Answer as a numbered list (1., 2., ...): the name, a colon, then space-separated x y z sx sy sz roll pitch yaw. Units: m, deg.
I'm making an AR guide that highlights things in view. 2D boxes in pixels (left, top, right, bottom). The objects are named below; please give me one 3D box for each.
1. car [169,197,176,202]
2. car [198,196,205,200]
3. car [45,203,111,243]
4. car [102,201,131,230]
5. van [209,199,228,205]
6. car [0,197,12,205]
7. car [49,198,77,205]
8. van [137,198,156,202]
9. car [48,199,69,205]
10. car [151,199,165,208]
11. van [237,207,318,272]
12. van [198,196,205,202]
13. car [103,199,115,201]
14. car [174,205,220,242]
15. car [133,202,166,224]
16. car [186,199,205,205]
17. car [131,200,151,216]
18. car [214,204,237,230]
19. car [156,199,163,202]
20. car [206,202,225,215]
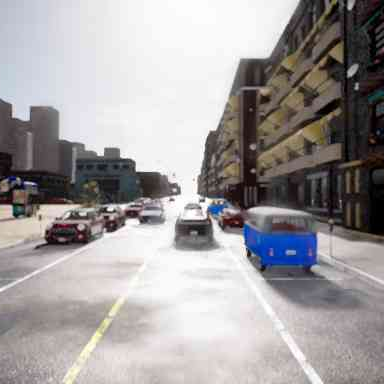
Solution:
1. car: -5.708 2.235 94.112 1.802 1.307 4.206 1 0 0
2. car: 2.674 2.172 88.571 2.008 1.369 4.403 1 0 0
3. car: -5.657 1.573 16.530 1.967 1.590 4.097 1 0 0
4. car: -5.652 1.616 22.176 1.967 1.590 4.097 1 0 0
5. van: 2.694 1.600 33.503 1.690 1.788 3.998 1 0 0
6. car: -42.937 2.122 76.626 5.009 1.841 2.192 0 -1 1
7. car: -26.398 1.985 67.810 4.097 1.590 1.967 0 -1 1
8. van: -5.656 1.640 39.113 1.690 1.788 3.998 1 0 0
9. car: -30.702 2.331 76.503 4.206 1.307 1.802 0 -1 1
10. car: -5.664 1.961 56.049 1.887 1.381 4.507 1 0 0
11. van: 2.700 1.430 10.918 1.690 1.788 3.998 1 0 0
12. van: 2.676 1.995 94.151 1.690 1.788 3.998 1 0 0
13. car: -19.741 2.248 76.357 4.403 1.369 2.008 0 -1 1
14. car: 0.091 1.630 17.243 2.128 1.511 4.902 0 0 0
15. car: -3.109 1.759 27.034 2.033 1.411 5.357 0 0 0
16. car: 0.087 1.760 32.902 1.837 1.490 4.892 0 0 0
17. car: -5.657 1.803 33.466 1.887 1.381 4.507 1 0 0
18. car: 2.694 1.721 22.210 1.887 1.381 4.507 1 0 0
19. car: -5.660 1.817 50.404 1.967 1.590 4.097 1 0 0
20. car: 2.689 1.865 39.147 1.947 1.339 4.313 1 0 0
